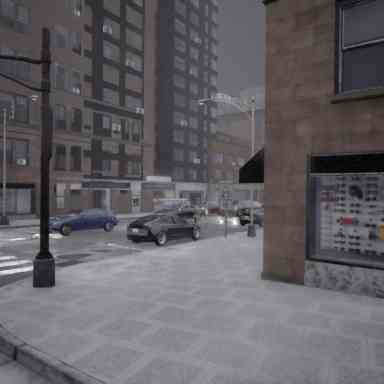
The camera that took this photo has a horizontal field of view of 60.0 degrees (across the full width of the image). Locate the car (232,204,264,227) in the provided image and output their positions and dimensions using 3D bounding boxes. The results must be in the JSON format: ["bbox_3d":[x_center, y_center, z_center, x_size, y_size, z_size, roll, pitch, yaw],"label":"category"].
[{"bbox_3d":[5.145,1.850,25.340,1.947,1.339,4.313,0,0,36],"label":"car"}]

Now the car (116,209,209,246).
[{"bbox_3d":[-1.296,1.764,16.431,1.947,1.339,4.313,0,0,36],"label":"car"}]

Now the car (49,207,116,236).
[{"bbox_3d":[-6.431,1.634,19.483,1.812,1.442,4.674,1,0,38],"label":"car"}]

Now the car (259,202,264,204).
[{"bbox_3d":[7.801,1.823,43.560,1.752,1.417,4.829,0,0,36],"label":"car"}]

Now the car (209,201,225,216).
[{"bbox_3d":[1.460,1.645,34.790,1.967,1.590,4.097,0,0,36],"label":"car"}]

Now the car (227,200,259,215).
[{"bbox_3d":[4.815,1.613,35.018,2.097,1.767,4.553,1,0,36],"label":"car"}]

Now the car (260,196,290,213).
[{"bbox_3d":[10.948,1.573,43.462,2.150,2.045,5.566,1,0,33],"label":"car"}]

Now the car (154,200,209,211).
[{"bbox_3d":[-1.058,1.671,26.916,2.128,1.511,4.902,1,0,36],"label":"car"}]
